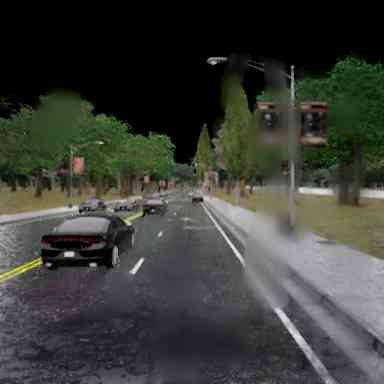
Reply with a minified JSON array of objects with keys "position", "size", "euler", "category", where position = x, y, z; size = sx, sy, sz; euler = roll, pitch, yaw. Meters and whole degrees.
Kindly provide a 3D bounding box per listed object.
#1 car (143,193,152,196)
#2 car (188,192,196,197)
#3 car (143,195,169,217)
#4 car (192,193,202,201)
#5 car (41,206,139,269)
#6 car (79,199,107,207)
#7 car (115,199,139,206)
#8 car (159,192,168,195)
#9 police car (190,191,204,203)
[{"position":[-9.745,0.923,73.752],"size":[2.033,1.411,5.357],"euler":[0,1,0],"category":"car"},{"position":[0.006,0.691,91.209],"size":[1.895,1.301,4.718],"euler":[0,1,0],"category":"car"},{"position":[-3.148,1.329,29.395],"size":[1.882,1.535,5.008],"euler":[0,0,0],"category":"car"},{"position":[0.980,1.029,67.359],"size":[1.837,1.490,4.892],"euler":[0,1,0],"category":"car"},{"position":[-3.149,1.438,11.006],"size":[1.882,1.535,5.008],"euler":[0,0,0],"category":"car"},{"position":[-9.840,1.390,33.164],"size":[1.994,1.385,4.181],"euler":[0,0,0],"category":"car"},{"position":[-6.591,1.385,33.860],"size":[1.994,1.385,4.181],"euler":[0,0,0],"category":"car"},{"position":[-6.495,0.706,76.384],"size":[1.882,1.535,5.008],"euler":[0,1,0],"category":"car"},{"position":[0.979,1.052,57.468],"size":[1.930,1.638,5.238],"euler":[0,1,0],"category":"police car"}]
